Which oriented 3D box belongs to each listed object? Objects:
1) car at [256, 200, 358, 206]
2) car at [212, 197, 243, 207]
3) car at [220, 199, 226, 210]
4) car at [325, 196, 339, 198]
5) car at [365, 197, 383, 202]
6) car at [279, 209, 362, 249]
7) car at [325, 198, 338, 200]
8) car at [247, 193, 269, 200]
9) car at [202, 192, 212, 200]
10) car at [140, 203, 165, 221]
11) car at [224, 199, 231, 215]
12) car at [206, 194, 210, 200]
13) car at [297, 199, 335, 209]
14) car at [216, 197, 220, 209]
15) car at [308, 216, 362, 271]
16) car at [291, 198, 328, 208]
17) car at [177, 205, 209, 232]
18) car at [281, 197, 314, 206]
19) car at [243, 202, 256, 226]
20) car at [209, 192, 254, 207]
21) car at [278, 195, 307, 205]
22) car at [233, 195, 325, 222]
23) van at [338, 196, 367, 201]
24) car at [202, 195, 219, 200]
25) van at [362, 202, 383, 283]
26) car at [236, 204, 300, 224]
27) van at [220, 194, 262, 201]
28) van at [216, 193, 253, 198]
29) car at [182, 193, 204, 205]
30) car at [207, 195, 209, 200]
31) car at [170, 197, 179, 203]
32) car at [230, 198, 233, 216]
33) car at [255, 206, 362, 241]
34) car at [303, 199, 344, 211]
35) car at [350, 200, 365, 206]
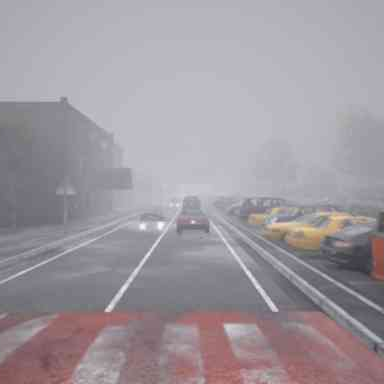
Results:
[{"bbox_3d":[6.111,1.488,18.187,4.553,1.767,2.185,0,-1,0],"label":"car"},{"bbox_3d":[5.799,1.673,54.939,5.008,1.535,2.097,0,0,0],"label":"car"},{"bbox_3d":[5.933,1.829,37.973,4.674,1.452,2.002,0,-1,0],"label":"car"},{"bbox_3d":[18.435,1.535,43.901,5.566,2.045,2.435,0,0,0],"label":"car"},{"bbox_3d":[18.533,1.612,29.765,4.553,1.767,2.185,0,-1,0],"label":"car"},{"bbox_3d":[6.308,1.559,12.536,5.366,1.575,1.946,0,-1,0],"label":"car"},{"bbox_3d":[18.478,1.807,41.069,5.008,1.535,2.097,0,1,0],"label":"car"},{"bbox_3d":[18.373,1.270,92.343,5.566,2.045,2.435,0,1,-1],"label":"car"},{"bbox_3d":[5.306,1.569,89.575,4.674,1.452,2.002,1,1,0],"label":"car"},{"bbox_3d":[-3.432,1.751,29.532,1.812,1.442,4.674,0,0,0],"label":"car"},{"bbox_3d":[5.968,1.742,32.314,5.008,1.535,2.097,0,-1,0],"label":"car"},{"bbox_3d":[5.748,1.606,66.243,4.792,1.488,2.163,0,0,0],"label":"car"},{"bbox_3d":[18.392,1.768,49.551,4.792,1.488,2.163,0,0,0],"label":"car"},{"bbox_3d":[5.891,1.809,43.638,4.674,1.452,2.002,0,0,0],"label":"car"},{"bbox_3d":[6.141,1.577,9.709,4.674,1.452,2.002,0,-1,0],"label":"car"},{"bbox_3d":[18.409,1.717,52.249,4.892,1.521,2.231,0,0,0],"label":"car"},{"bbox_3d":[0.058,1.737,21.301,1.994,1.385,4.181,0,0,0],"label":"car"},{"bbox_3d":[18.355,1.666,58.021,5.008,1.535,2.097,0,0,0],"label":"car"},{"bbox_3d":[6.244,1.637,21.013,5.366,1.575,1.946,0,-1,0],"label":"car"},{"bbox_3d":[5.818,1.470,49.286,5.566,2.045,2.435,0,0,0],"label":"car"},{"bbox_3d":[18.309,1.518,60.719,4.553,1.767,2.185,0,0,0],"label":"car"},{"bbox_3d":[6.066,1.414,23.840,5.566,2.045,2.435,0,-1,0],"label":"car"},{"bbox_3d":[18.406,1.562,35.289,4.442,1.987,1.878,0,-1,0],"label":"van"},{"bbox_3d":[5.265,1.502,94.999,4.792,1.488,2.163,0,1,-1],"label":"car"},{"bbox_3d":[6.282,1.285,6.887,4.442,1.987,1.878,0,-1,0],"label":"van"},{"bbox_3d":[6.019,1.731,26.662,4.674,1.452,2.002,0,-1,0],"label":"car"},{"bbox_3d":[6.026,1.563,40.931,4.442,1.987,1.878,0,0,0],"label":"van"},{"bbox_3d":[5.984,1.519,46.462,4.442,1.987,1.878,0,0,0],"label":"van"},{"bbox_3d":[-0.055,1.485,40.092,2.150,2.045,5.566,0,0,0],"label":"car"},{"bbox_3d":[5.743,1.641,63.416,4.674,1.452,2.002,0,1,0],"label":"car"},{"bbox_3d":[-3.750,1.702,71.176,1.895,1.301,4.718,0,0,-1],"label":"car"},{"bbox_3d":[6.026,1.591,29.489,4.553,1.767,2.185,0,-1,0],"label":"car"},{"bbox_3d":[5.915,1.585,15.359,5.366,1.575,1.946,0,-1,0],"label":"car"},{"bbox_3d":[18.412,1.792,46.727,4.792,1.488,2.163,0,0,0],"label":"car"},{"bbox_3d":[18.576,1.792,32.462,4.792,1.488,2.163,0,-1,0],"label":"car"}]
